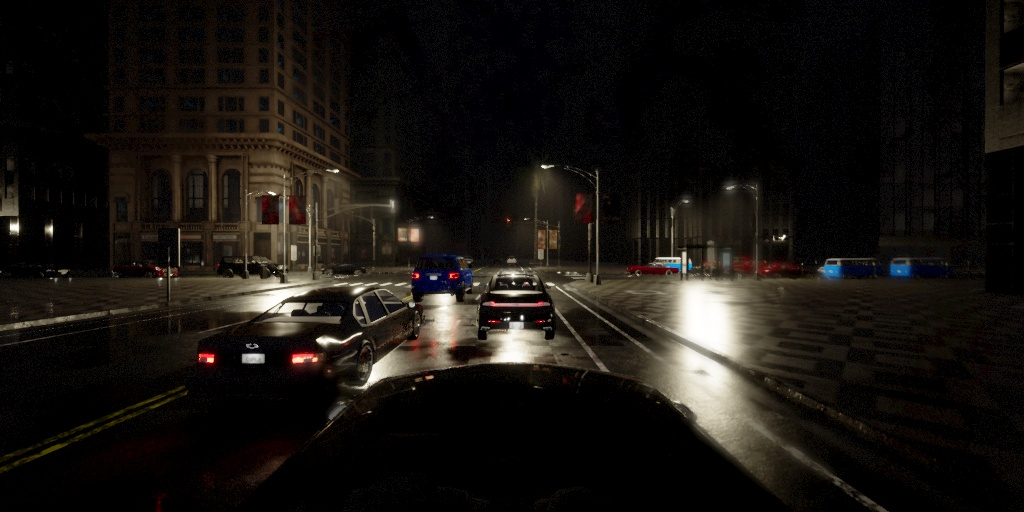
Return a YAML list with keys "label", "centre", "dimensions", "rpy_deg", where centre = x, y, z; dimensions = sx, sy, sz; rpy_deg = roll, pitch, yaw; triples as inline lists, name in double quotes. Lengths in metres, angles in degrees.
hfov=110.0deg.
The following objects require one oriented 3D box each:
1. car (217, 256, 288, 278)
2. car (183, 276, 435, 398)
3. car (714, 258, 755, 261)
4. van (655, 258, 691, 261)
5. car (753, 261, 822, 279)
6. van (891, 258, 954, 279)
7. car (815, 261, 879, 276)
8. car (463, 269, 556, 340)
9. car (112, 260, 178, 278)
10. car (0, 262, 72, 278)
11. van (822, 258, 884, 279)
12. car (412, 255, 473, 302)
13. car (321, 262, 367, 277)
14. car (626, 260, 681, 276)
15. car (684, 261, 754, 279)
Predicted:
- label: "car"
  centre: [-23.459, 0.996, 32.492]
  dimensions: [5.566, 2.045, 2.150]
  rpy_deg: [0, 0, 0]
- label: "car"
  centre: [-3.150, 1.297, 6.886]
  dimensions: [2.033, 1.411, 5.357]
  rpy_deg: [0, 0, 0]
- label: "car"
  centre: [23.319, 1.205, 35.679]
  dimensions: [5.008, 1.535, 1.882]
  rpy_deg: [0, 0, 0]
- label: "van"
  centre: [17.047, 1.065, 38.340]
  dimensions: [3.998, 1.789, 1.690]
  rpy_deg: [0, 0, 0]
- label: "car"
  centre: [22.734, 1.326, 29.819]
  dimensions: [4.207, 1.307, 1.802]
  rpy_deg: [0, 0, 0]
- label: "van"
  centre: [34.088, 1.080, 29.830]
  dimensions: [3.998, 1.789, 1.690]
  rpy_deg: [0, 0, 0]
- label: "car"
  centre: [33.261, 1.248, 35.683]
  dimensions: [4.674, 1.442, 1.812]
  rpy_deg: [0, 0, 1]
- label: "car"
  centre: [0.088, 1.240, 9.956]
  dimensions: [2.128, 1.511, 4.902]
  rpy_deg: [0, 0, 0]
- label: "car"
  centre: [-33.178, 1.138, 32.541]
  dimensions: [4.553, 1.767, 2.097]
  rpy_deg: [0, 0, 0]
- label: "car"
  centre: [-43.161, 1.289, 32.590]
  dimensions: [4.902, 1.511, 2.128]
  rpy_deg: [0, 0, 0]
- label: "van"
  centre: [28.411, 1.082, 29.825]
  dimensions: [3.998, 1.789, 1.690]
  rpy_deg: [0, 0, 0]
- label: "car"
  centre: [-3.159, 0.972, 17.127]
  dimensions: [2.150, 2.045, 5.566]
  rpy_deg: [0, 0, 0]
- label: "car"
  centre: [-16.807, 1.320, 35.995]
  dimensions: [4.181, 1.385, 1.994]
  rpy_deg: [0, 1, -15]
- label: "car"
  centre: [13.877, 1.335, 35.673]
  dimensions: [4.718, 1.301, 1.895]
  rpy_deg: [0, 0, 2]
- label: "car"
  centre: [17.056, 1.299, 29.815]
  dimensions: [4.403, 1.370, 2.007]
  rpy_deg: [0, 0, 0]
